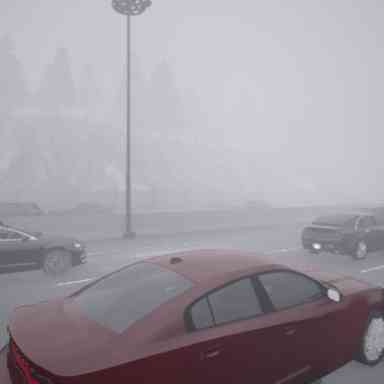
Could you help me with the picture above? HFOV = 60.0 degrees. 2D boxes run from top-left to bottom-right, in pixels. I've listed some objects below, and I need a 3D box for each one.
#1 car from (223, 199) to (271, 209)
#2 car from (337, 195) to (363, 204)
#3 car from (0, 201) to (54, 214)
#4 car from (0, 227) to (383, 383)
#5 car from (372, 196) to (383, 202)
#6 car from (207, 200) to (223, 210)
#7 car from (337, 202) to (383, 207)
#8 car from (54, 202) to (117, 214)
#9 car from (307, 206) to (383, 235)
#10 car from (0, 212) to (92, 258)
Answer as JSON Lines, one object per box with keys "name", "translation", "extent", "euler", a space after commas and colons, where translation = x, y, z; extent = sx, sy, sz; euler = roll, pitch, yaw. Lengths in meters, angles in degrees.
{"name": "car", "translation": [5.859, 1.472, 33.540], "extent": [4.892, 1.490, 1.837], "euler": [1, 0, -34]}
{"name": "car", "translation": [24.237, 1.302, 50.928], "extent": [4.553, 1.767, 2.097], "euler": [0, 0, -36]}
{"name": "car", "translation": [-10.317, 1.330, 18.102], "extent": [4.553, 1.767, 2.097], "euler": [0, 0, -35]}
{"name": "car", "translation": [0.504, 1.473, 4.085], "extent": [5.008, 1.535, 1.882], "euler": [0, 0, -35]}
{"name": "car", "translation": [37.819, 1.530, 66.573], "extent": [4.718, 1.301, 1.895], "euler": [0, 0, -43]}
{"name": "car", "translation": [4.141, 1.558, 40.859], "extent": [4.718, 1.301, 1.895], "euler": [0, 0, -35]}
{"name": "car", "translation": [10.599, 1.529, 19.571], "extent": [5.357, 1.411, 2.033], "euler": [0, 0, -34]}
{"name": "car", "translation": [-8.970, 1.516, 27.594], "extent": [5.357, 1.411, 2.033], "euler": [0, 0, -35]}
{"name": "car", "translation": [6.059, 1.494, 12.199], "extent": [4.892, 1.490, 1.837], "euler": [-1, 0, -35]}
{"name": "car", "translation": [-5.263, 1.482, 8.575], "extent": [4.902, 1.511, 2.128], "euler": [0, 0, -35]}
